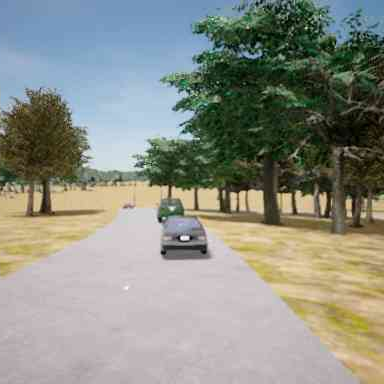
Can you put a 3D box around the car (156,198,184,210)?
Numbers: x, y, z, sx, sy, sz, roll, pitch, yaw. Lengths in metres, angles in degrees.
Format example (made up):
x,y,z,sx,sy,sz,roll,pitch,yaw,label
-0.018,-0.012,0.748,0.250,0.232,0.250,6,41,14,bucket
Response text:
x,y,z,sx,sy,sz,roll,pitch,yaw,label
-1.957,1.522,29.273,2.150,2.045,5.566,0,-1,-8,car

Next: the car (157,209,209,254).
x,y,z,sx,sy,sz,roll,pitch,yaw,label
-0.408,1.685,14.153,2.033,1.411,5.357,0,-1,-4,car

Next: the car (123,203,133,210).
x,y,z,sx,sy,sz,roll,pitch,yaw,label
-13.577,3.007,70.547,1.994,1.385,4.181,-1,-2,-13,car
